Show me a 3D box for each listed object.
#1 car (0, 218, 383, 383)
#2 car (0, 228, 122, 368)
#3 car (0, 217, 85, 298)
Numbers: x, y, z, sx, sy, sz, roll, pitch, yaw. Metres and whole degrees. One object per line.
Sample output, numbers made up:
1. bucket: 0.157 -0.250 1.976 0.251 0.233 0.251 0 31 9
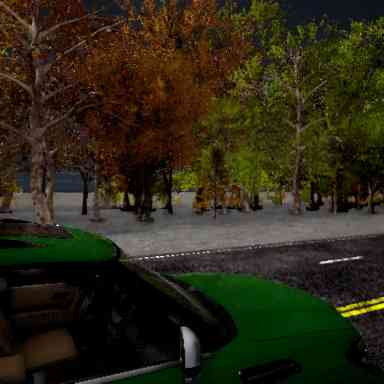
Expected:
1. car: -1.247 1.221 2.190 5.566 2.045 2.150 0 0 -27
2. car: -3.715 1.492 4.805 4.902 1.511 2.128 0 0 -27
3. car: -5.205 1.491 7.694 4.902 1.511 2.128 0 0 -27
